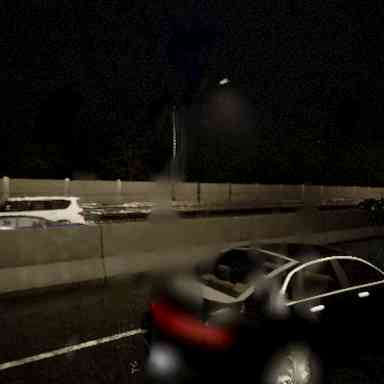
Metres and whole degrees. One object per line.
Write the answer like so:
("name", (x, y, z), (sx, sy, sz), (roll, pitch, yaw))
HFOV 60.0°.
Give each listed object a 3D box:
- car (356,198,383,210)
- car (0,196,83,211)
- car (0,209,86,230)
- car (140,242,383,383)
("car", (22.314, 1.564, 41.316), (4.892, 1.490, 1.837), (0, 0, -35))
("car", (-7.879, 1.231, 15.566), (5.566, 2.045, 2.150), (0, 0, -35))
("car", (-6.634, 1.553, 12.157), (5.357, 1.411, 2.033), (0, 0, -35))
("car", (1.641, 1.519, 4.910), (4.892, 1.490, 1.837), (0, 0, -35))
